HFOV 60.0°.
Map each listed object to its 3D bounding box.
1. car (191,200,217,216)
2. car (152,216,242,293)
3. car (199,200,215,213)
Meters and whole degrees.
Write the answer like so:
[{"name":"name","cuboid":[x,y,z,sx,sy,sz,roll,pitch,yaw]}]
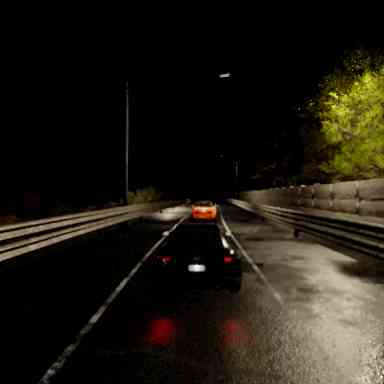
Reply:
[{"name":"car","cuboid":[1.028,1.531,28.299,2.097,1.767,4.553,0,-1,3]},{"name":"car","cuboid":[0.139,1.540,8.821,1.994,1.385,4.181,0,0,1]},{"name":"car","cuboid":[2.021,1.817,42.729,1.882,1.535,5.008,0,0,4]}]
